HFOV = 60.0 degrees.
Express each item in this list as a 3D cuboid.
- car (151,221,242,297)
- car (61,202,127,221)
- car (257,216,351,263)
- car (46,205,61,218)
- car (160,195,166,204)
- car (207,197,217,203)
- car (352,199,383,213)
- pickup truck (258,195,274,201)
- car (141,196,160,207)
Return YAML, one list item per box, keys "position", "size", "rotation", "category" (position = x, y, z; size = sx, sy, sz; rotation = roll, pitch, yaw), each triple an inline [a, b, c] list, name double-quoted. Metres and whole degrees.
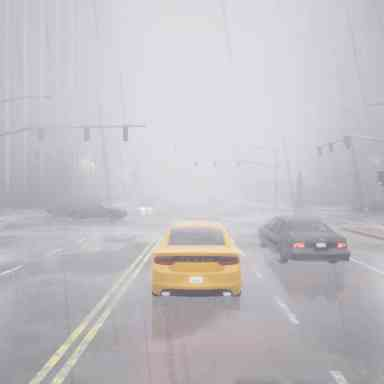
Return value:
- position: [0.121, 1.478, 8.636]
  size: [1.882, 1.535, 5.008]
  rotation: [0, 0, 1]
  category: "car"
- position: [-7.496, 1.526, 26.418]
  size: [4.674, 1.442, 1.812]
  rotation: [0, 0, 1]
  category: "car"
- position: [3.667, 1.547, 11.876]
  size: [2.033, 1.411, 5.357]
  rotation: [0, 0, 1]
  category: "car"
- position: [-10.414, 1.601, 29.970]
  size: [4.718, 1.301, 1.895]
  rotation: [0, 0, 1]
  category: "car"
- position: [-6.563, 1.477, 61.868]
  size: [1.882, 1.535, 5.008]
  rotation: [0, 0, 1]
  category: "car"
- position: [4.153, 1.601, 68.654]
  size: [1.895, 1.301, 4.718]
  rotation: [0, 0, 0]
  category: "car"
- position: [20.211, 1.505, 36.615]
  size: [4.892, 1.490, 1.837]
  rotation: [0, 0, 1]
  category: "car"
- position: [17.241, 1.059, 76.577]
  size: [2.390, 2.098, 6.274]
  rotation: [0, 0, 31]
  category: "pickup truck"
- position: [-6.671, 1.491, 51.771]
  size: [2.128, 1.511, 4.902]
  rotation: [0, 0, 1]
  category: "car"
